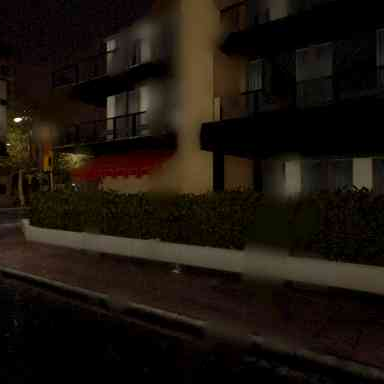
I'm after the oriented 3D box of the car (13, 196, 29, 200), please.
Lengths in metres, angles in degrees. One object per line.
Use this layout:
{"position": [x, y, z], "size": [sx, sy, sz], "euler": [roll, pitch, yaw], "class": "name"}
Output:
{"position": [-36.130, 1.480, 67.937], "size": [4.892, 1.521, 2.231], "euler": [0, 0, 36], "class": "car"}
